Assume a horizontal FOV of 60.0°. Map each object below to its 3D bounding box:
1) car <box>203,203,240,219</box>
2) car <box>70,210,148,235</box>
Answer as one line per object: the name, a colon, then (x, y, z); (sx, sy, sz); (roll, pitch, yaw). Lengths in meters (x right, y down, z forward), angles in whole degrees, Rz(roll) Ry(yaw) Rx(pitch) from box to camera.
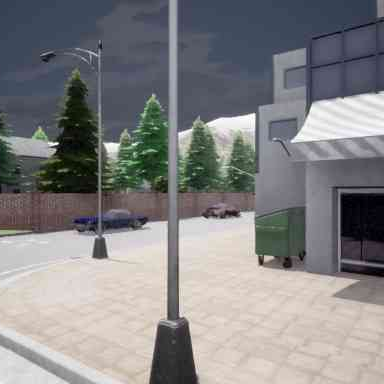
car: (2.766, 1.740, 30.910); (1.994, 1.385, 4.181); (0, 0, 37)
car: (-4.974, 1.777, 20.468); (1.895, 1.301, 4.718); (0, 0, 37)
